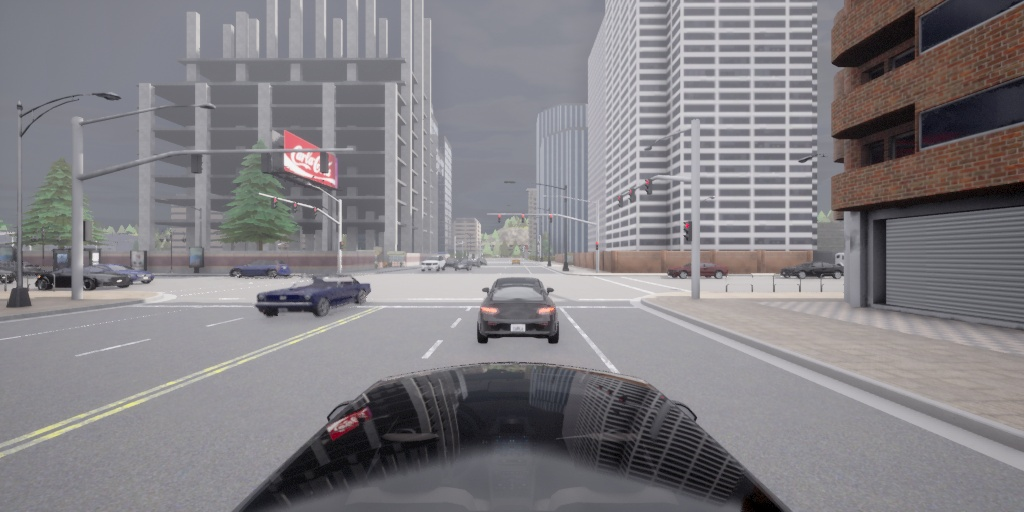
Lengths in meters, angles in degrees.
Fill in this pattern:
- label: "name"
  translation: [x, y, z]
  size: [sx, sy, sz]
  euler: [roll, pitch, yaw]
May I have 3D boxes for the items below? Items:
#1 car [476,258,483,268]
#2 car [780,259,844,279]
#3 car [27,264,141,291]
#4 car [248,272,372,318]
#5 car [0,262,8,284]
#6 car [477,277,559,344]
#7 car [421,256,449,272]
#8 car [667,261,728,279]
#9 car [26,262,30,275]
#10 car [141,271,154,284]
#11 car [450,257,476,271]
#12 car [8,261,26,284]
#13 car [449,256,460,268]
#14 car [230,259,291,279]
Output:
- label: "car"
  translation: [-6.415, 1.313, 60.035]
  size: [1.994, 1.385, 4.181]
  euler: [0, 0, 1]
- label: "car"
  translation: [26.655, 1.228, 31.836]
  size: [5.008, 1.535, 1.882]
  euler: [0, 0, 0]
- label: "car"
  translation: [-25.509, 1.314, 21.485]
  size: [4.181, 1.385, 1.994]
  euler: [0, 0, 0]
- label: "car"
  translation: [-6.984, 1.351, 13.170]
  size: [1.895, 1.301, 4.718]
  euler: [0, 0, 1]
- label: "car"
  translation: [-34.208, 1.102, 21.545]
  size: [4.553, 1.767, 2.097]
  euler: [0, 0, 0]
- label: "car"
  translation: [0.158, 1.276, 9.492]
  size: [1.812, 1.442, 4.674]
  euler: [0, 0, 1]
- label: "car"
  translation: [-10.082, 0.972, 46.208]
  size: [2.150, 2.045, 5.566]
  euler: [0, 0, 1]
- label: "car"
  translation: [16.462, 1.228, 31.913]
  size: [5.008, 1.535, 1.882]
  euler: [0, 0, 0]
- label: "car"
  translation: [-45.604, 1.241, 32.316]
  size: [4.902, 1.511, 2.128]
  euler: [0, 0, 0]
- label: "car"
  translation: [-27.864, 1.276, 25.001]
  size: [4.674, 1.442, 1.812]
  euler: [0, 0, 0]
- label: "car"
  translation: [-6.563, 1.241, 48.563]
  size: [2.128, 1.511, 4.902]
  euler: [0, 0, 1]
- label: "car"
  translation: [-37.853, 1.255, 25.070]
  size: [4.892, 1.490, 1.837]
  euler: [0, 0, 0]
- label: "car"
  translation: [-9.944, 1.105, 57.484]
  size: [2.097, 1.767, 4.553]
  euler: [0, 0, 1]
- label: "car"
  translation: [-22.529, 1.102, 32.157]
  size: [4.553, 1.767, 2.097]
  euler: [0, 0, -1]
